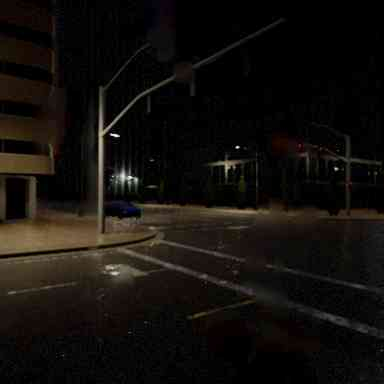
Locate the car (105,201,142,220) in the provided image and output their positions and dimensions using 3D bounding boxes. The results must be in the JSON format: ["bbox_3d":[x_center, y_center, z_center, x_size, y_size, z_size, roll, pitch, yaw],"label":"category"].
[{"bbox_3d":[-6.360,1.624,30.266,1.882,1.535,5.008,1,0,-36],"label":"car"}]
